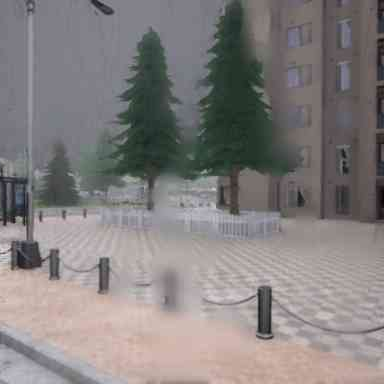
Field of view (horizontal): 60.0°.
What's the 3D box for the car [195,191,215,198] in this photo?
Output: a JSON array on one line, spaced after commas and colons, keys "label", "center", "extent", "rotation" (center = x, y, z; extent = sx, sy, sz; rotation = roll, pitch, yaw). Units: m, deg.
[{"label": "car", "center": [3.608, 0.959, 92.566], "extent": [3.806, 1.475, 1.970], "rotation": [1, 0, 35]}]
